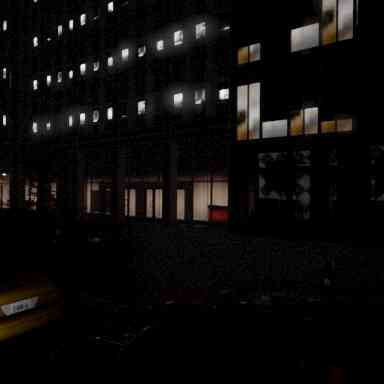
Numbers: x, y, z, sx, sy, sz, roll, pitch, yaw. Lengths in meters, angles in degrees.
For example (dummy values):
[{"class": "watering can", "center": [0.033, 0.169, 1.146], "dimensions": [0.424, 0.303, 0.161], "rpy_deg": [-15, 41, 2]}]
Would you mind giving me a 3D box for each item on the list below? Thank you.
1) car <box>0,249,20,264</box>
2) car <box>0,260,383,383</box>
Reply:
[{"class": "car", "center": [-4.215, 1.524, 5.888], "dimensions": [4.829, 1.417, 1.752], "rpy_deg": [0, 1, 36]}, {"class": "car", "center": [0.543, 1.440, 2.478], "dimensions": [4.097, 1.590, 1.967], "rpy_deg": [0, 1, 36]}]
